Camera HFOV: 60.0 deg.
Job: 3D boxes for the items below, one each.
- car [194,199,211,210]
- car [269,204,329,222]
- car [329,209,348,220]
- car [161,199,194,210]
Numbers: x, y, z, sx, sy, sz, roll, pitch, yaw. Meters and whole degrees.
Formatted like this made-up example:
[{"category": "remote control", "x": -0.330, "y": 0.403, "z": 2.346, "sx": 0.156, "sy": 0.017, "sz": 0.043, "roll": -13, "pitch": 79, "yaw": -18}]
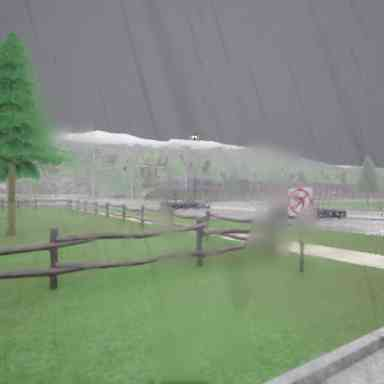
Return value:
[{"category": "car", "x": 0.722, "y": 1.708, "z": 47.120, "sx": 2.128, "sy": 1.511, "sz": 4.902, "roll": 1, "pitch": 0, "yaw": -35}, {"category": "car", "x": 9.063, "y": 1.787, "z": 28.986, "sx": 1.895, "sy": 1.301, "sz": 4.718, "roll": 1, "pitch": 0, "yaw": -35}, {"category": "car", "x": 11.907, "y": 1.815, "z": 31.027, "sx": 1.895, "sy": 1.301, "sz": 4.718, "roll": 1, "pitch": 0, "yaw": -35}, {"category": "car", "x": -2.237, "y": 1.789, "z": 45.247, "sx": 1.895, "sy": 1.301, "sz": 4.718, "roll": 1, "pitch": 0, "yaw": -35}]
